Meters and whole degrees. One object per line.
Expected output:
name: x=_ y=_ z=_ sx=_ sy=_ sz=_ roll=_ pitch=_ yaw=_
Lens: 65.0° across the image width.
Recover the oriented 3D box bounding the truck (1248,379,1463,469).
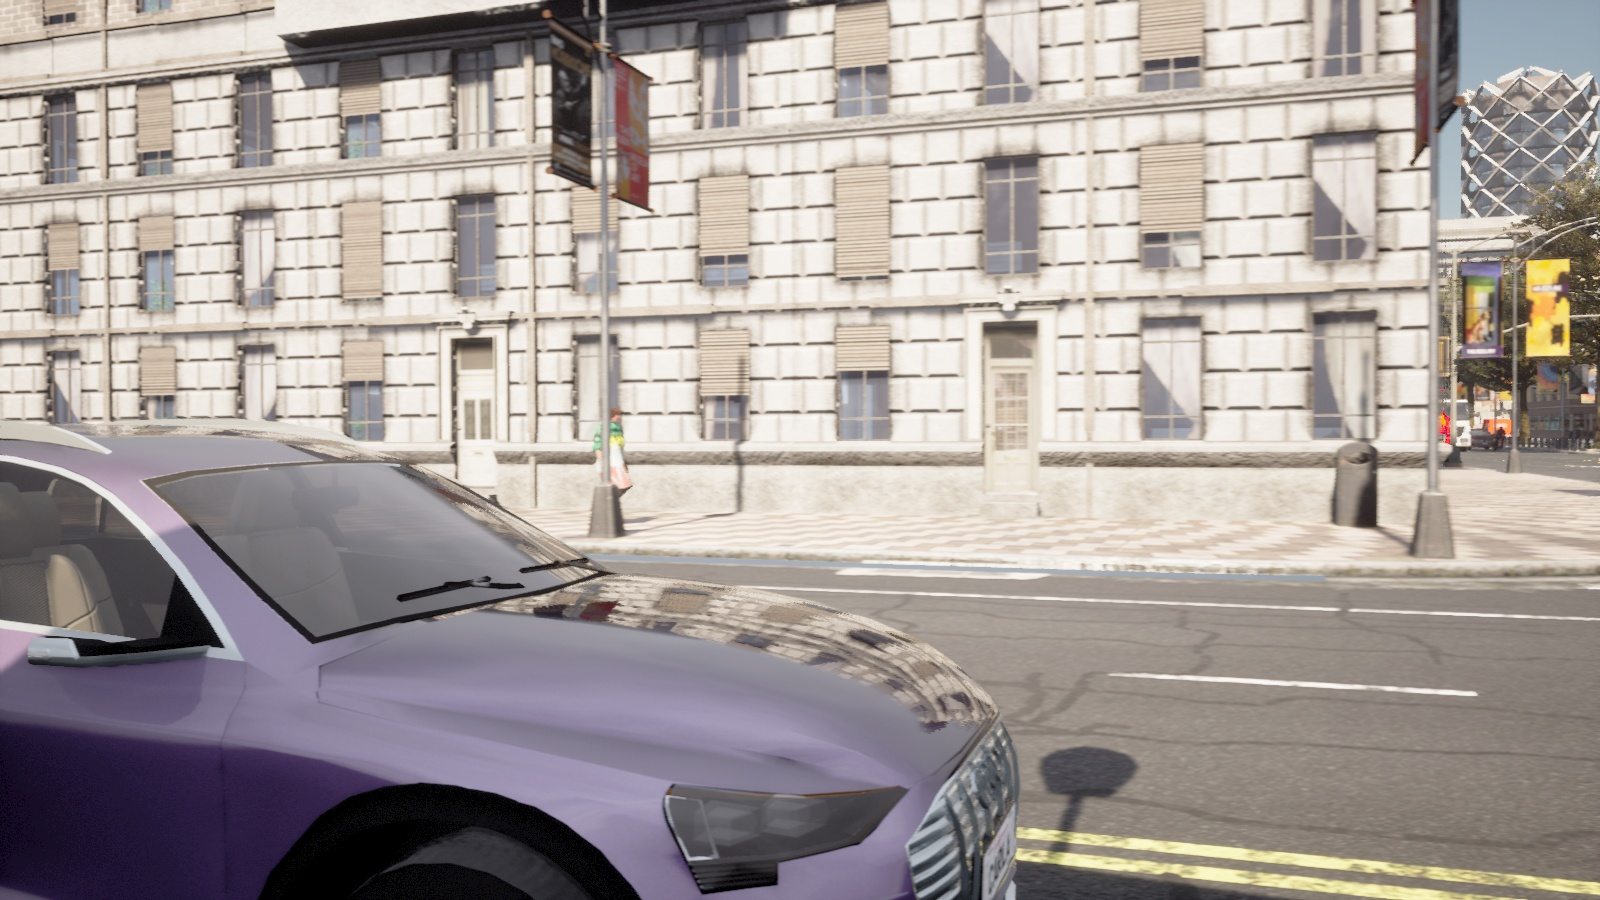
truck: x=24.585 y=-1.147 z=56.094 sx=8.468 sy=3.827 sz=2.891 roll=0 pitch=1 yaw=18

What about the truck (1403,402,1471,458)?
truck: x=41.707 y=-1.327 z=82.438 sx=2.891 sy=3.462 sz=7.936 roll=0 pitch=1 yaw=19

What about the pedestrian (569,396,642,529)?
pedestrian: x=-2.928 y=0.175 z=18.928 sx=0.873 sy=1.952 sz=0.659 roll=1 pitch=1 yaw=23

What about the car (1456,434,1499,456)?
car: x=46.781 y=-0.373 z=86.814 sx=1.812 sy=1.442 sz=4.674 roll=0 pitch=1 yaw=18

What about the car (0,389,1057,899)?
car: x=-1.813 y=0.691 z=3.802 sx=4.856 sy=1.649 sz=2.033 roll=0 pitch=1 yaw=19
